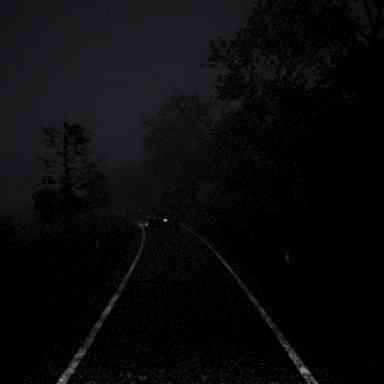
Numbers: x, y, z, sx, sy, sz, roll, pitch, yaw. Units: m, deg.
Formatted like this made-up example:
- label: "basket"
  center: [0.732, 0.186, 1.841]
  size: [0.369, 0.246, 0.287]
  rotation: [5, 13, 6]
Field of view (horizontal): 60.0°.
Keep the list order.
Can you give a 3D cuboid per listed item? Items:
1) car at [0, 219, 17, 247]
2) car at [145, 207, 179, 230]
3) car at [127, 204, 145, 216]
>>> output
- label: "car"
  center: [-9.629, 1.919, 14.948]
  size: [2.231, 1.521, 4.892]
  rotation: [3, -2, -5]
- label: "car"
  center: [-2.142, 1.880, 24.131]
  size: [1.994, 1.385, 4.181]
  rotation: [0, -1, -10]
- label: "car"
  center: [-6.828, 2.173, 41.319]
  size: [1.994, 1.385, 4.181]
  rotation: [-1, -1, -19]
